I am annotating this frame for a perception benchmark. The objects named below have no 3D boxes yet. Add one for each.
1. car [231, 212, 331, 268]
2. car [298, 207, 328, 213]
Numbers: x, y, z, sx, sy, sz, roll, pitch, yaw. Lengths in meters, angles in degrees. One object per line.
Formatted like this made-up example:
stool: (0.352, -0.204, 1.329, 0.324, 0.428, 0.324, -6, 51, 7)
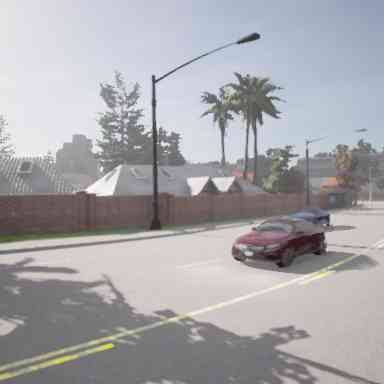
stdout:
car: (3.328, 1.677, 12.077, 1.812, 1.442, 4.674, -1, -1, 42)
car: (8.486, 1.825, 23.718, 1.812, 1.442, 4.674, -1, -1, 39)
